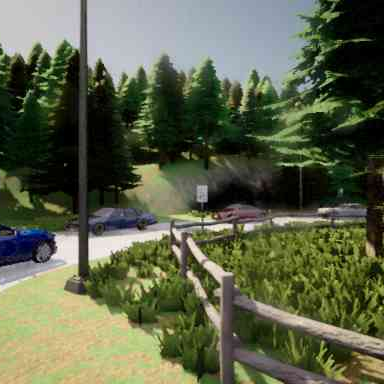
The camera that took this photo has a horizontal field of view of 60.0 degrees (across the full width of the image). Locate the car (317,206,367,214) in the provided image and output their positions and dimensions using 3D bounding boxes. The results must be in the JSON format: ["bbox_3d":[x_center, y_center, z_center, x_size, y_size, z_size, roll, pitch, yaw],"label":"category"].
[{"bbox_3d":[13.073,1.627,28.034,4.718,1.301,1.895,0,0,-6],"label":"car"}]

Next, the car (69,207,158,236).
[{"bbox_3d":[-4.400,1.568,19.122,2.033,1.411,5.357,0,0,41],"label":"car"}]

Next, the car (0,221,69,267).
[{"bbox_3d":[-6.184,1.499,9.396,1.882,1.535,5.008,1,0,25],"label":"car"}]

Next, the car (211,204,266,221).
[{"bbox_3d":[3.550,1.586,25.152,4.181,1.385,1.994,0,0,-26],"label":"car"}]
